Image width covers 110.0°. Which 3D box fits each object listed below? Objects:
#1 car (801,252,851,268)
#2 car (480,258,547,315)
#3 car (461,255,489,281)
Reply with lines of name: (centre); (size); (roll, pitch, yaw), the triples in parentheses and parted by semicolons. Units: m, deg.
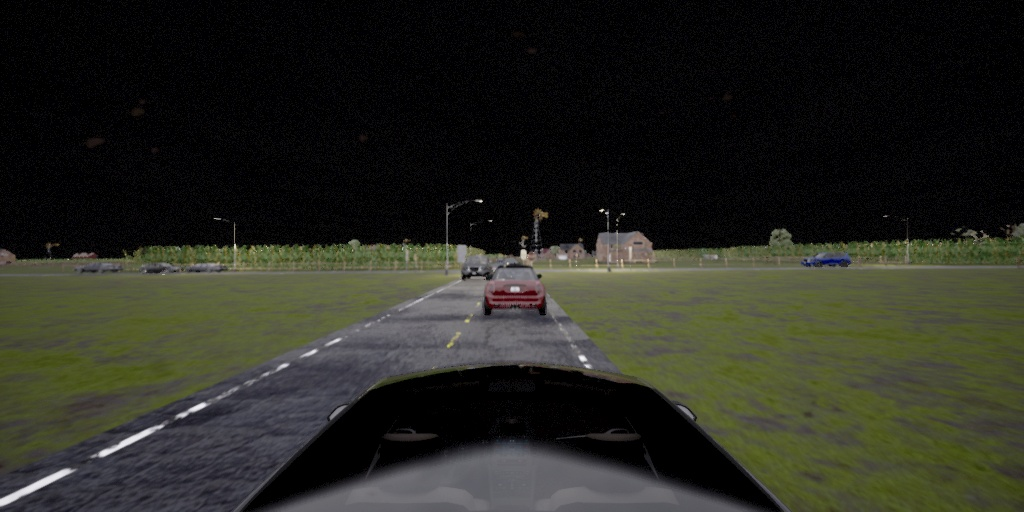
car: (42.152, 0.565, 48.154); (5.566, 2.045, 2.150); (-1, 0, 2)
car: (0.100, 1.090, 13.693); (2.097, 1.767, 4.553); (0, 0, 0)
car: (-2.805, 0.953, 29.618); (2.150, 2.045, 5.566); (0, 0, 1)
